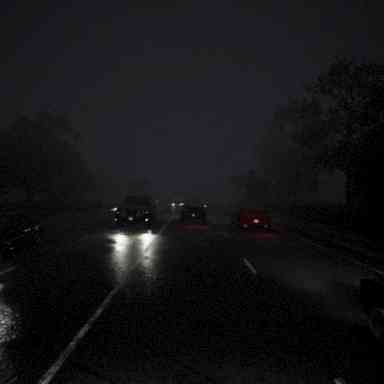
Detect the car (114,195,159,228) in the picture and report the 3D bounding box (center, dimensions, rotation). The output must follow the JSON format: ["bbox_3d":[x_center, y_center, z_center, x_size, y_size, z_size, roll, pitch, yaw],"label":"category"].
[{"bbox_3d":[-3.600,1.204,22.314,2.150,2.045,5.566,0,0,0],"label":"car"}]

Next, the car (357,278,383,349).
[{"bbox_3d":[3.599,1.598,3.262,1.895,1.301,4.718,0,0,0],"label":"car"}]

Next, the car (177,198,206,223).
[{"bbox_3d":[0.099,1.458,25.716,1.882,1.535,5.008,0,0,0],"label":"car"}]

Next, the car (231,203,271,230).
[{"bbox_3d":[3.598,1.461,21.088,1.882,1.535,5.008,0,0,0],"label":"car"}]

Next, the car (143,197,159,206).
[{"bbox_3d":[-6.708,1.557,55.067,1.895,1.301,4.718,0,0,3],"label":"car"}]

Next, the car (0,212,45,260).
[{"bbox_3d":[-7.113,1.516,12.333,1.812,1.442,4.674,0,0,0],"label":"car"}]

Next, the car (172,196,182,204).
[{"bbox_3d":[-2.716,1.476,63.336,1.812,1.442,4.674,0,0,4],"label":"car"}]

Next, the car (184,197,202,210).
[{"bbox_3d":[0.164,1.459,42.951,2.128,1.511,4.902,0,0,1],"label":"car"}]
